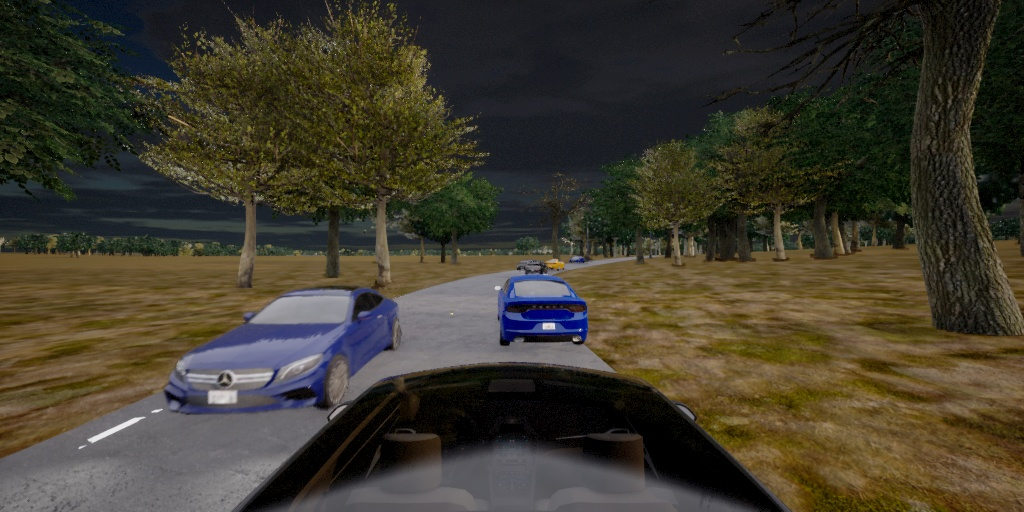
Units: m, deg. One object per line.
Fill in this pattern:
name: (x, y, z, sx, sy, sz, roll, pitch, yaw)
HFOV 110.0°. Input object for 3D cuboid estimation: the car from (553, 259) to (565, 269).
car: (5.775, 1.149, 48.374, 1.882, 1.535, 5.008, 0, 1, 21)

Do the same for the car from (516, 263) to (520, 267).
car: (2.018, 1.206, 47.278, 1.837, 1.490, 4.892, 0, 0, 20)

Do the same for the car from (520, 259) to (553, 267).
car: (2.680, 1.233, 38.481, 2.128, 1.511, 4.902, 0, 0, 15)

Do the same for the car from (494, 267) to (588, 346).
car: (0.577, 1.228, 9.513, 1.882, 1.535, 5.008, 0, 0, -3)

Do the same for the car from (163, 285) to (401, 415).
car: (-3.262, 1.275, 6.221, 1.812, 1.442, 4.674, 0, 0, -3)
